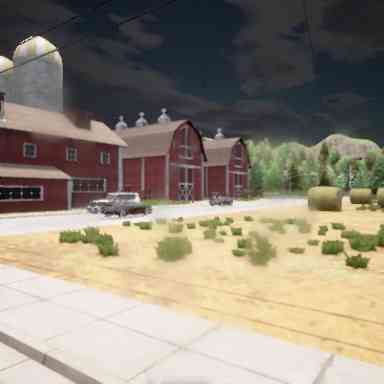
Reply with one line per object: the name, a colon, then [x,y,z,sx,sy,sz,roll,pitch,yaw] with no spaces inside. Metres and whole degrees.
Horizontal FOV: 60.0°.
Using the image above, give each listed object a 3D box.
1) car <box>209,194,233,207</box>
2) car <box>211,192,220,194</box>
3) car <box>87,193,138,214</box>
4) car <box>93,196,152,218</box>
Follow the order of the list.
car: [4.308,1.371,48.456,1.837,1.490,4.892,0,0,35]
car: [4.006,0.978,55.334,1.905,1.878,3.866,6,1,-8]
car: [-7.296,1.076,31.828,2.150,2.045,5.566,0,0,35]
car: [-5.435,1.365,28.078,2.128,1.511,4.902,0,0,35]
